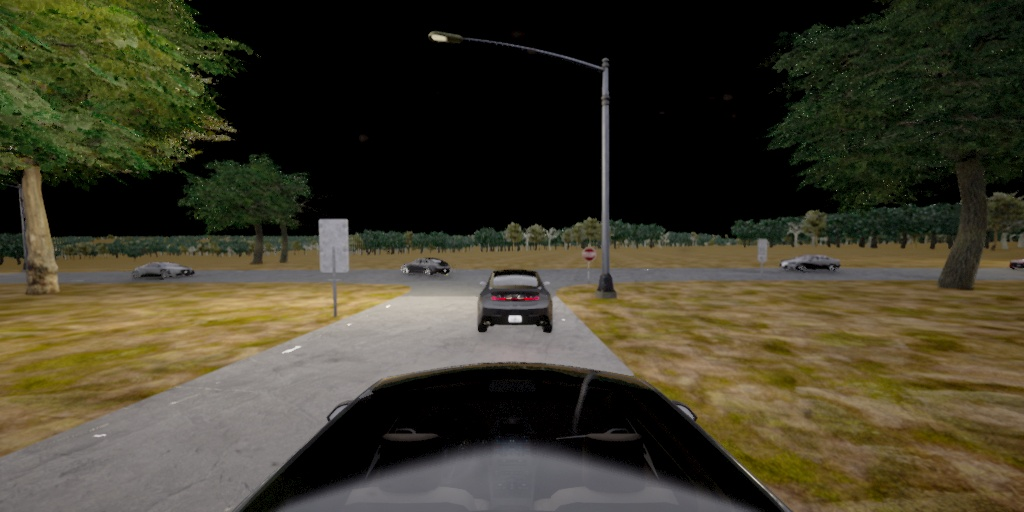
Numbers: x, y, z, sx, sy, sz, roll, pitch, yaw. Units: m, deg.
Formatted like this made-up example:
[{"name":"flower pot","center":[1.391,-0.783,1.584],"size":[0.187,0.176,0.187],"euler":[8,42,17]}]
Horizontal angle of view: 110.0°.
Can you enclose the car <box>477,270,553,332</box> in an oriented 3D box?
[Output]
[{"name":"car","center":[0.081,1.129,10.317],"size":[1.837,1.490,4.892],"euler":[0,0,0]}]

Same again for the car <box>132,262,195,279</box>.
[{"name":"car","center":[-29.613,1.196,30.512],"size":[4.181,1.385,1.994],"euler":[-1,3,4]}]

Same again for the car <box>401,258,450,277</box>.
[{"name":"car","center":[-7.549,0.906,31.089],"size":[4.892,1.490,1.837],"euler":[2,2,35]}]

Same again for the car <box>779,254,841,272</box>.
[{"name":"car","center":[27.423,0.623,33.046],"size":[4.902,1.511,2.128],"euler":[1,5,-2]}]

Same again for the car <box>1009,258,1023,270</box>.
[{"name":"car","center":[50.835,0.663,34.384],"size":[5.008,1.535,1.882],"euler":[0,3,-5]}]
